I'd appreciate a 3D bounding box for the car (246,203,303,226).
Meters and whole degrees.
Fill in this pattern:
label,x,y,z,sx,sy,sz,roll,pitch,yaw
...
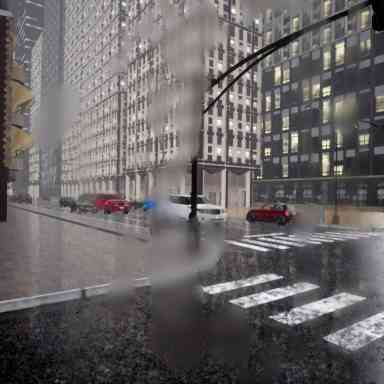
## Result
label,x,y,z,sx,sy,sz,roll,pitch,yaw
car,5.790,1.504,23.977,1.967,1.590,4.097,1,-1,-35

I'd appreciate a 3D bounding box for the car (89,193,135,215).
label,x,y,z,sx,sy,sz,roll,pitch,yaw
car,-8.202,1.150,33.673,2.150,2.045,5.566,1,-1,-35

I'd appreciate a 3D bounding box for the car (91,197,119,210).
label,x,y,z,sx,sy,sz,roll,pitch,yaw
car,-11.592,1.455,43.942,1.882,1.535,5.008,1,-1,-35

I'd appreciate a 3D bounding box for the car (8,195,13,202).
label,x,y,z,sx,sy,sz,roll,pitch,yaw
car,-37.054,1.396,69.752,1.947,1.339,4.313,1,-1,-35

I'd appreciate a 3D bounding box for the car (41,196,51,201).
label,x,y,z,sx,sy,sz,roll,pitch,yaw
car,-36.775,1.569,83.814,1.802,1.307,4.206,1,-1,-35

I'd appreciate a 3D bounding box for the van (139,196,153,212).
label,x,y,z,sx,sy,sz,roll,pitch,yaw
van,-4.031,1.381,37.787,1.690,1.788,3.998,1,-1,-35

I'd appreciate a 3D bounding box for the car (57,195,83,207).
label,x,y,z,sx,sy,sz,roll,pitch,yaw
car,-16.819,1.475,45.866,1.994,1.385,4.181,1,-1,-35

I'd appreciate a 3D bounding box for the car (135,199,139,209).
label,x,y,z,sx,sy,sz,roll,pitch,yaw
car,-7.308,1.584,42.388,2.008,1.369,4.403,1,-1,-35

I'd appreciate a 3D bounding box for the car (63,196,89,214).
label,x,y,z,sx,sy,sz,roll,pitch,yaw
car,-10.863,1.426,32.928,2.008,1.369,4.403,1,-1,-35

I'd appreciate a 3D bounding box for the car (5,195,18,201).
label,x,y,z,sx,sy,sz,roll,pitch,yaw
car,-40.328,1.377,74.355,2.008,1.369,4.403,1,-1,-35

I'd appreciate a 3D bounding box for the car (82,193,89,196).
label,x,y,z,sx,sy,sz,roll,pitch,yaw
car,-18.521,1.248,58.880,2.150,2.045,5.566,1,-1,-35

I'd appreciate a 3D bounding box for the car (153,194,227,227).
label,x,y,z,sx,sy,sz,roll,pitch,yaw
car,-0.088,1.170,22.257,2.150,2.045,5.566,1,-1,-35

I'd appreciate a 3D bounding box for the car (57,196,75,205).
label,x,y,z,sx,sy,sz,roll,pitch,yaw
car,-22.509,1.484,59.284,1.812,1.442,4.674,1,-1,-35

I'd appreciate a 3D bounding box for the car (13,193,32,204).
label,x,y,z,sx,sy,sz,roll,pitch,yaw
car,-30.502,1.154,60.549,2.192,1.841,5.009,1,-1,-35
